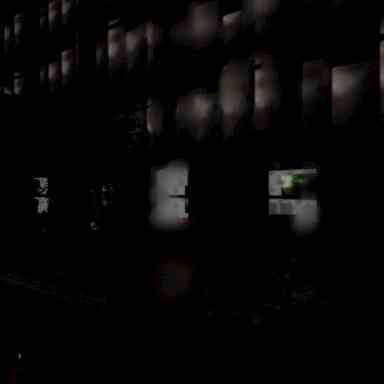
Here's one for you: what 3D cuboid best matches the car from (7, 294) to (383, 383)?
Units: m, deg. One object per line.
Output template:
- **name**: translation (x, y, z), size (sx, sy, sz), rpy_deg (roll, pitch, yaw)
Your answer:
- **car**: translation (0.153, 1.585, 2.765), size (4.206, 1.307, 1.802), rpy_deg (0, 0, 36)
